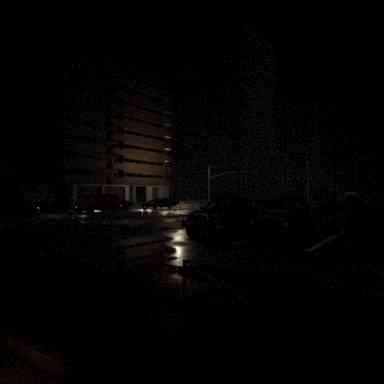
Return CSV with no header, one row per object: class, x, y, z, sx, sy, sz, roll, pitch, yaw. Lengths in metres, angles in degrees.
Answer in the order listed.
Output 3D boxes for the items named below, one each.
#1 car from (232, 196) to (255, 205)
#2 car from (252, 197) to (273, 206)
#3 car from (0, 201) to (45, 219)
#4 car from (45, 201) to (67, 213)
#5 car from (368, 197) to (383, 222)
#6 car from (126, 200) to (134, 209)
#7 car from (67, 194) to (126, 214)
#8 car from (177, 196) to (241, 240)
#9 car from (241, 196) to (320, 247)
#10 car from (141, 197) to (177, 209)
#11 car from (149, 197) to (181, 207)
car,9.169,1.490,58.650,2.128,1.511,4.902,0,0,34
car,12.101,1.526,56.746,1.812,1.442,4.674,0,0,34
car,-15.400,1.564,28.687,1.994,1.385,4.181,0,0,34
car,-15.317,1.601,35.090,1.895,1.301,4.718,0,0,34
car,15.945,1.395,27.283,1.970,1.475,3.806,0,0,34
car,-9.942,1.547,43.095,2.033,1.411,5.357,0,0,34
car,-10.295,1.221,36.288,2.150,2.045,5.566,0,0,34
car,1.553,1.153,15.995,1.932,1.855,4.605,0,0,34
car,3.920,1.156,14.329,1.905,1.878,3.866,0,0,34
car,-4.487,1.547,44.925,2.033,1.411,5.357,0,0,34
car,-4.110,1.547,51.711,2.033,1.411,5.357,0,0,35
